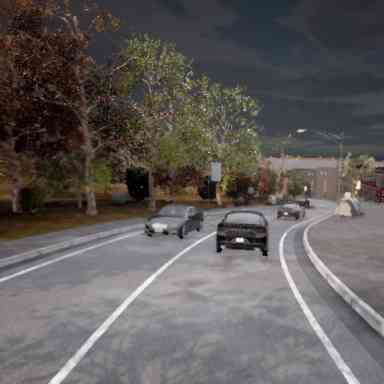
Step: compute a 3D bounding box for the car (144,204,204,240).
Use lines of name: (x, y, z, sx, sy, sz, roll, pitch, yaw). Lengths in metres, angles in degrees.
car: (-0.739, 1.395, 16.799, 2.128, 1.511, 4.902, 2, 1, 17)

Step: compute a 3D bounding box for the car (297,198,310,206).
car: (18.103, 1.711, 54.763, 1.882, 1.535, 5.008, 3, 1, 29)

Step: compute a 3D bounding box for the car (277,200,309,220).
car: (8.993, 1.691, 30.077, 1.812, 1.442, 4.674, 3, 1, 28)

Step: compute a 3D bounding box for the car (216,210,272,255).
car: (2.203, 1.495, 13.708, 1.882, 1.535, 5.008, 2, 0, 13)
